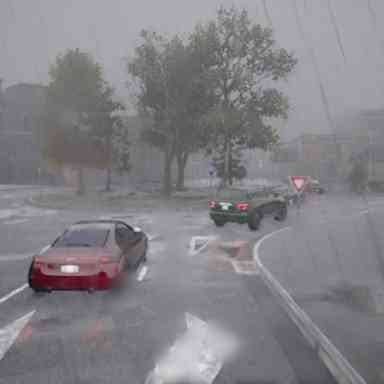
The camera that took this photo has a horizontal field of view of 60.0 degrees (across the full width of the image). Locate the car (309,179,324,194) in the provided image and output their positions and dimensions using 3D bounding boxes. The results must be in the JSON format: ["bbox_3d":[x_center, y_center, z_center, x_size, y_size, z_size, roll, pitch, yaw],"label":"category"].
[{"bbox_3d":[12.488,-0.608,35.881,1.837,1.490,4.892,0,5,-3],"label":"car"}]

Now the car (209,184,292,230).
[{"bbox_3d":[3.043,0.617,17.226,2.150,2.045,5.566,3,6,35],"label":"car"}]

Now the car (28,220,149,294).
[{"bbox_3d":[-2.333,1.398,8.485,1.994,1.385,4.181,0,2,1],"label":"car"}]

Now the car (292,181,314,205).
[{"bbox_3d":[7.447,0.205,25.869,1.837,1.490,4.892,5,7,40],"label":"car"}]
